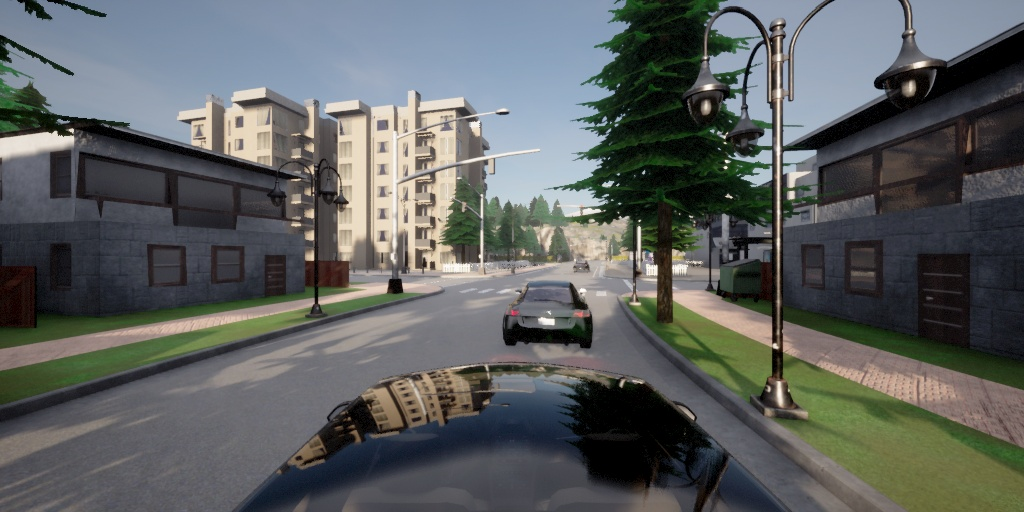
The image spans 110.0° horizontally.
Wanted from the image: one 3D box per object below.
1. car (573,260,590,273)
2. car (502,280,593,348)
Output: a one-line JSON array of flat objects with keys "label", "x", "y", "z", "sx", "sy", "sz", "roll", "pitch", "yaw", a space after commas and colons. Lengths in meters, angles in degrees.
[{"label": "car", "x": 8.733, "y": 1.276, "z": 44.861, "sx": 2.128, "sy": 1.511, "sz": 4.902, "roll": 0, "pitch": 0, "yaw": 14}, {"label": "car", "x": 0.994, "y": 1.314, "z": 9.313, "sx": 1.994, "sy": 1.385, "sz": 4.181, "roll": 0, "pitch": 0, "yaw": 8}]
